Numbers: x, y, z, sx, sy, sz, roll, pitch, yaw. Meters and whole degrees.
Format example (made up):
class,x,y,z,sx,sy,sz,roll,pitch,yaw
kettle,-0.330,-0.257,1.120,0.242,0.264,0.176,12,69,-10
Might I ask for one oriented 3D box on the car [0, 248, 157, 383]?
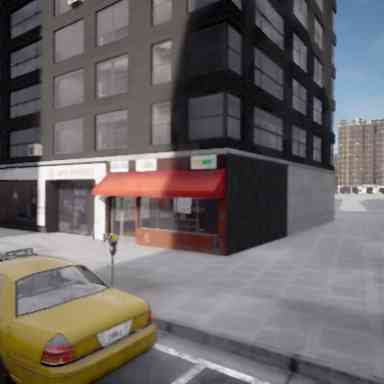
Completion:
class,x,y,z,sx,sy,sz,roll,pitch,yaw
car,-2.729,1.529,5.021,4.829,1.417,1.752,0,1,36
